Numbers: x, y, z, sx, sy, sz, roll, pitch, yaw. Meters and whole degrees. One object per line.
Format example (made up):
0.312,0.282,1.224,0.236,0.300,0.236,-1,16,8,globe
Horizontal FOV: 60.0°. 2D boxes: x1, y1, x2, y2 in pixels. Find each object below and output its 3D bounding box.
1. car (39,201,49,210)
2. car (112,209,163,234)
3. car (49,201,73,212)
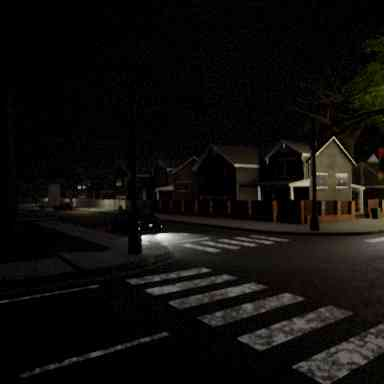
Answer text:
-24.210,2.175,55.555,1.994,1.385,4.181,-1,0,-35,car
-3.481,1.761,20.762,1.994,1.385,4.181,-1,0,-34,car
-18.235,1.973,47.025,2.128,1.511,4.902,-1,0,-34,car
